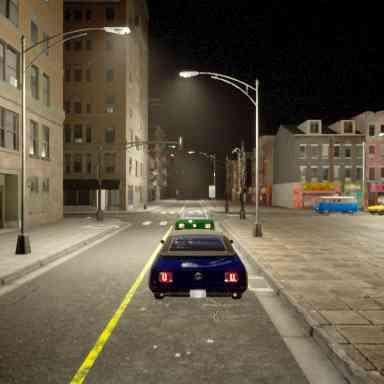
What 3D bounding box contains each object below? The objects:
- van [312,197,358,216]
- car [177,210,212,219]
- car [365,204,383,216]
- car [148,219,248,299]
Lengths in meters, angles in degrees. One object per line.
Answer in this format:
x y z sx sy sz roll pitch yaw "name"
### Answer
13.835 1.337 32.107 3.998 1.788 1.690 0 0 0 "van"
0.153 1.600 17.640 1.895 1.301 4.718 0 0 1 "car"
19.277 1.517 32.082 4.829 1.417 1.752 0 0 0 "car"
0.123 1.601 8.386 1.895 1.301 4.718 0 0 0 "car"
